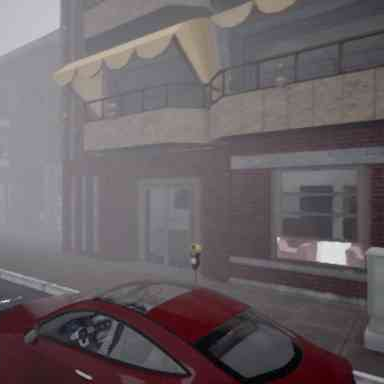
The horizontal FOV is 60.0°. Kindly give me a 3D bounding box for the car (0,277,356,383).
[{"bbox_3d":[-0.588,1.573,3.358,4.206,1.307,1.802,0,0,36],"label":"car"}]
